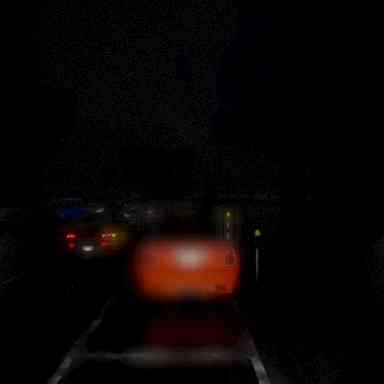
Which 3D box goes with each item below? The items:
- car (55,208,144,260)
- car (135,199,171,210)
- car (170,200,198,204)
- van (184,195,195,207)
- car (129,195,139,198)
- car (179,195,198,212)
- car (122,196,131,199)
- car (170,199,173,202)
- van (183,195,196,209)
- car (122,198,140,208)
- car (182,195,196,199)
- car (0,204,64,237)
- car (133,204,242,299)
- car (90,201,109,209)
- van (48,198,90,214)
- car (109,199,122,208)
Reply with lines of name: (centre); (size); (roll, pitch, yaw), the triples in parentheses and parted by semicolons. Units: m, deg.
car: (-3.146, 1.526, 12.353); (1.812, 1.442, 4.674); (0, 0, 0)
car: (-3.064, 1.567, 27.067); (1.994, 1.385, 4.181); (0, 0, 0)
car: (-0.384, 1.528, 23.743); (1.752, 1.417, 4.829); (0, 0, 0)
van: (-0.384, 1.355, 50.761); (1.690, 1.788, 3.998); (0, 0, 0)
car: (-8.910, 1.452, 45.324); (1.967, 1.590, 4.097); (0, 0, 0)
car: (-0.384, 1.324, 39.886); (2.192, 1.841, 5.009); (0, 0, 0)
car: (-8.909, 1.534, 39.716); (1.752, 1.417, 4.829); (0, 0, 0)
car: (-3.064, 1.574, 42.477); (1.994, 1.385, 4.181); (0, 0, 0)
van: (-0.384, 1.353, 45.324); (1.690, 1.788, 3.998); (0, 0, 0)
car: (-6.227, 1.608, 37.496); (1.895, 1.301, 4.718); (0, 0, 0)
car: (-0.384, 1.446, 34.448); (1.967, 1.590, 4.097); (0, 0, 0)
car: (-8.909, 1.567, 18.136); (1.947, 1.339, 4.313); (0, 0, 0)
car: (-0.032, 1.353, 8.620); (2.097, 1.767, 4.553); (0, 0, 0)
car: (-8.909, 1.530, 28.841); (1.752, 1.417, 4.829); (0, 0, 0)
van: (-8.909, 1.344, 23.573); (1.690, 1.788, 3.998); (0, 0, 0)
car: (-8.909, 1.572, 34.448); (1.947, 1.339, 4.313); (0, 0, 0)
